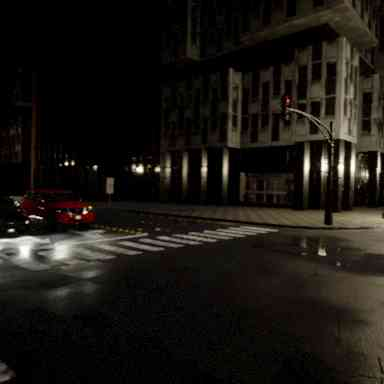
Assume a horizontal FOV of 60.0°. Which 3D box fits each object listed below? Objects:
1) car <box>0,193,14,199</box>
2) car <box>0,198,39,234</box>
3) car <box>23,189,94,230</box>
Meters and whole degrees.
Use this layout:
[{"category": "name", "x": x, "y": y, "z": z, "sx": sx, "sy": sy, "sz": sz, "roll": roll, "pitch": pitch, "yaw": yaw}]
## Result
[{"category": "car", "x": -14.854, "y": 0.823, "z": 25.283, "sx": 4.553, "sy": 1.767, "sz": 2.097, "roll": 1, "pitch": 1, "yaw": 43}, {"category": "car", "x": -9.716, "y": 1.213, "z": 16.121, "sx": 5.357, "sy": 1.411, "sz": 2.033, "roll": 1, "pitch": 1, "yaw": 43}, {"category": "car", "x": -7.713, "y": 0.877, "z": 18.732, "sx": 5.566, "sy": 2.045, "sz": 2.150, "roll": 2, "pitch": 1, "yaw": 44}]
